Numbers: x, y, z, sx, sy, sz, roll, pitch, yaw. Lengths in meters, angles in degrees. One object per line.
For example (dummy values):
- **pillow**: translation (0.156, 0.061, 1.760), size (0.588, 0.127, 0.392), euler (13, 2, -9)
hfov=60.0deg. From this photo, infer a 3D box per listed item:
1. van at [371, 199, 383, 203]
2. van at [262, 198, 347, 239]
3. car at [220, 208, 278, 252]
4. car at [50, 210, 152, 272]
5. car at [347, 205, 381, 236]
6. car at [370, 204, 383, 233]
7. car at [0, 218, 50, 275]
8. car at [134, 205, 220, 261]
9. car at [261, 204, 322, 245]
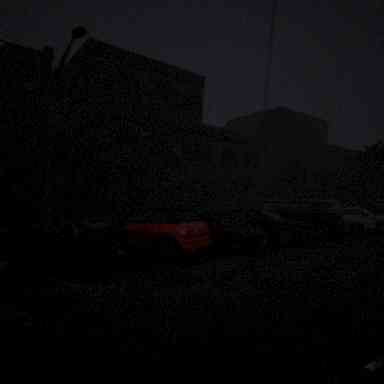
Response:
- **van**: translation (15.087, 1.530, 24.361), size (4.442, 1.987, 1.878), euler (0, -2, 35)
- **van**: translation (5.497, 1.337, 17.605), size (4.442, 1.987, 1.878), euler (-1, -1, 35)
- **car**: translation (0.831, 1.538, 14.134), size (4.792, 1.488, 2.163), euler (-1, -1, 35)
- **car**: translation (-3.977, 1.480, 10.746), size (4.892, 1.521, 2.231), euler (-1, -1, 35)
- **car**: translation (7.988, 1.638, 19.232), size (4.674, 1.452, 2.002), euler (-1, -1, 35)
- **car**: translation (10.390, 1.679, 20.926), size (4.674, 1.452, 2.002), euler (-1, -2, 35)
- **car**: translation (-6.371, 1.472, 9.042), size (4.892, 1.521, 2.231), euler (-1, 0, 35)
- **car**: translation (-1.568, 1.363, 12.429), size (4.553, 1.767, 2.185), euler (-1, -1, 35)
- **car**: translation (3.193, 1.532, 15.848), size (5.008, 1.535, 2.097), euler (-1, -1, 35)
